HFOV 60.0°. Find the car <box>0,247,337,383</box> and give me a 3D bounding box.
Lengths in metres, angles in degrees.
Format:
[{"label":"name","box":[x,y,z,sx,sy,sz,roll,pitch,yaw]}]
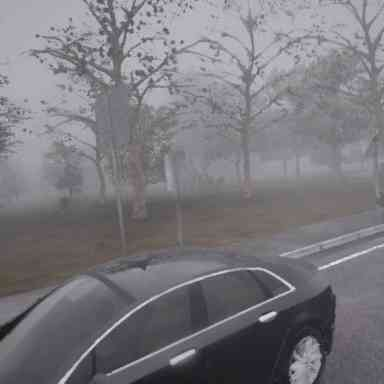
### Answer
[{"label":"car","box":[-0.515,1.476,3.311,4.892,1.490,1.837,-6,3,-35]}]
